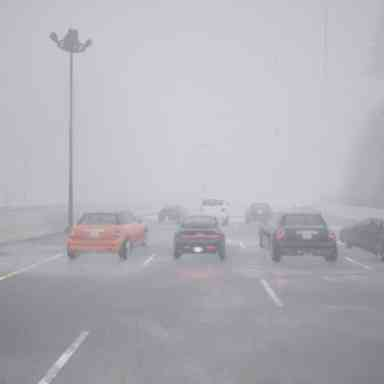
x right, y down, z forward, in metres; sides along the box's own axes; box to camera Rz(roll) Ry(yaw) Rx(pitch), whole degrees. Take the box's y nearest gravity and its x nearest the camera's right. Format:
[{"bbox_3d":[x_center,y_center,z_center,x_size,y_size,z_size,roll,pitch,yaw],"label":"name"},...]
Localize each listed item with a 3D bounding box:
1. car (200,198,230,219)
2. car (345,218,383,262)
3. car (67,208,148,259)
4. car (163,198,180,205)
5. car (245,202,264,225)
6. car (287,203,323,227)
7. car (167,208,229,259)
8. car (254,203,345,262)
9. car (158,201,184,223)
[{"bbox_3d":[1.891,1.472,27.174,2.150,2.045,5.566,0,0,9],"label":"car"},{"bbox_3d":[7.331,1.670,12.509,2.033,1.411,5.357,0,-1,4],"label":"car"},{"bbox_3d":[-3.136,1.472,13.292,2.097,1.767,4.553,0,-1,4],"label":"car"},{"bbox_3d":[-4.802,2.205,78.808,1.882,1.535,5.008,0,-1,23],"label":"car"},{"bbox_3d":[5.367,1.603,26.722,2.097,1.767,4.553,0,-1,9],"label":"car"},{"bbox_3d":[8.897,1.733,26.593,1.882,1.535,5.008,0,0,9],"label":"car"},{"bbox_3d":[0.374,1.632,13.269,1.837,1.490,4.892,0,0,4],"label":"car"},{"bbox_3d":[3.849,1.473,12.833,2.097,1.767,4.553,0,-1,4],"label":"car"},{"bbox_3d":[-1.520,1.767,27.967,1.837,1.490,4.892,0,0,9],"label":"car"}]
